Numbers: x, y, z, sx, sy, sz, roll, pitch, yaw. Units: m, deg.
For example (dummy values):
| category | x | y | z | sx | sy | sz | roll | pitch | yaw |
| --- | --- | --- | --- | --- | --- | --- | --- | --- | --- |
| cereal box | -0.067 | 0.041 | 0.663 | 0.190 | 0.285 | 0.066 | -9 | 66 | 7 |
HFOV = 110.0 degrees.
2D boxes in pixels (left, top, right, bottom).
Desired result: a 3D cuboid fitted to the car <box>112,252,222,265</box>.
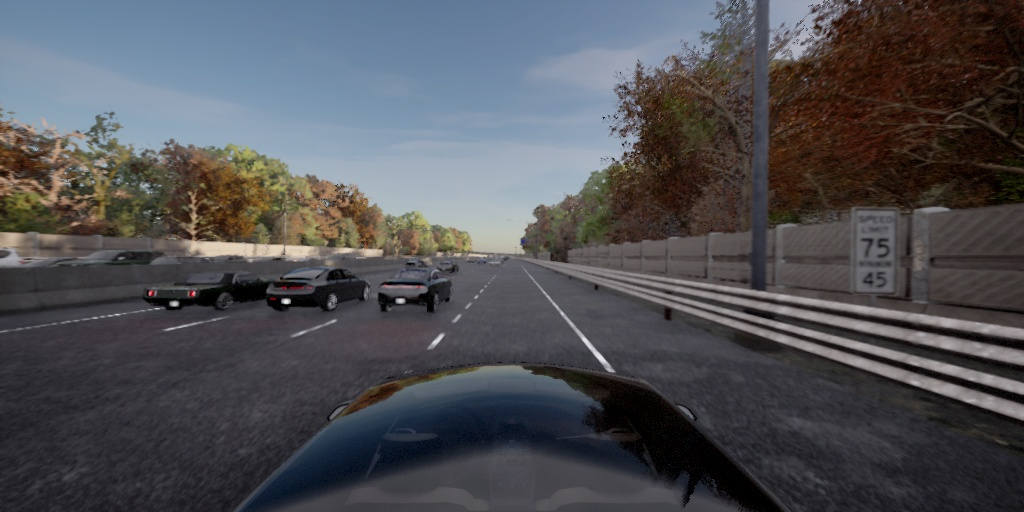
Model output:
| category | x | y | z | sx | sy | sz | roll | pitch | yaw |
| --- | --- | --- | --- | --- | --- | --- | --- | --- | --- |
| car | -21.012 | 0.795 | 22.180 | 2.097 | 1.767 | 4.553 | 1 | 0 | 0 |

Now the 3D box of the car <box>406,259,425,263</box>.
| category | x | y | z | sx | sy | sz | roll | pitch | yaw |
| --- | --- | --- | --- | --- | --- | --- | --- | --- | --- |
| car | -10.382 | 1.108 | 38.916 | 1.837 | 1.490 | 4.892 | 1 | 0 | 0 |

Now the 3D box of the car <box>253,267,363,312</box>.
| category | x | y | z | sx | sy | sz | roll | pitch | yaw |
| --- | --- | --- | --- | --- | --- | --- | --- | --- | --- |
| car | -6.969 | 1.156 | 13.496 | 1.837 | 1.490 | 4.892 | 1 | 0 | 0 |

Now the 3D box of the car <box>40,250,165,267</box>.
| category | x | y | z | sx | sy | sz | roll | pitch | yaw |
| --- | --- | --- | --- | --- | --- | --- | --- | --- | --- |
| car | -24.508 | 0.617 | 22.328 | 2.150 | 2.045 | 5.566 | 1 | 0 | 0 |

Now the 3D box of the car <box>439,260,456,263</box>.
| category | x | y | z | sx | sy | sz | roll | pitch | yaw |
| --- | --- | --- | --- | --- | --- | --- | --- | --- | --- |
| car | -6.889 | 1.145 | 38.704 | 2.128 | 1.511 | 4.902 | 1 | 0 | 0 |

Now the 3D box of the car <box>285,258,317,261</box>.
| category | x | y | z | sx | sy | sz | roll | pitch | yaw |
| --- | --- | --- | --- | --- | --- | --- | --- | --- | --- |
| car | -24.384 | 0.923 | 42.776 | 1.812 | 1.442 | 4.674 | 1 | 0 | 1 |

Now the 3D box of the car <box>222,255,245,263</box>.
| category | x | y | z | sx | sy | sz | roll | pitch | yaw |
| --- | --- | --- | --- | --- | --- | --- | --- | --- | --- |
| car | -31.401 | 0.645 | 39.332 | 2.097 | 1.767 | 4.553 | 1 | 0 | 1 |

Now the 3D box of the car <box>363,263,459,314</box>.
| category | x | y | z | sx | sy | sz | roll | pitch | yaw |
| --- | --- | --- | --- | --- | --- | --- | --- | --- | --- |
| car | -3.470 | 1.192 | 13.603 | 2.128 | 1.511 | 4.902 | 1 | 0 | 0 |

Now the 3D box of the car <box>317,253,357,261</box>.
| category | x | y | z | sx | sy | sz | roll | pitch | yaw |
| --- | --- | --- | --- | --- | --- | --- | --- | --- | --- |
| car | -20.870 | 0.660 | 43.693 | 2.150 | 2.045 | 5.566 | 1 | 0 | 0 |

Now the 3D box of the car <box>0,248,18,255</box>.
| category | x | y | z | sx | sy | sz | roll | pitch | yaw |
| --- | --- | --- | --- | --- | --- | --- | --- | --- | --- |
| car | -31.518 | 0.515 | 19.992 | 2.150 | 2.045 | 5.566 | 1 | 0 | 1 |

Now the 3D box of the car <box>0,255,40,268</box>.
| category | x | y | z | sx | sy | sz | roll | pitch | yaw |
| --- | --- | --- | --- | --- | --- | --- | --- | --- | --- |
| car | -28.009 | 0.849 | 22.126 | 1.837 | 1.490 | 4.892 | 1 | -1 | 1 |

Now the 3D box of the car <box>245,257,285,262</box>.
| category | x | y | z | sx | sy | sz | roll | pitch | yaw |
| --- | --- | --- | --- | --- | --- | --- | --- | --- | --- |
| car | -27.892 | 0.852 | 41.481 | 1.837 | 1.490 | 4.892 | 1 | 0 | 1 |

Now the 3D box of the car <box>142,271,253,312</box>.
| category | x | y | z | sx | sy | sz | roll | pitch | yaw |
| --- | --- | --- | --- | --- | --- | --- | --- | --- | --- |
| car | -10.472 | 1.199 | 13.348 | 1.895 | 1.301 | 4.718 | 1 | 0 | 0 |
